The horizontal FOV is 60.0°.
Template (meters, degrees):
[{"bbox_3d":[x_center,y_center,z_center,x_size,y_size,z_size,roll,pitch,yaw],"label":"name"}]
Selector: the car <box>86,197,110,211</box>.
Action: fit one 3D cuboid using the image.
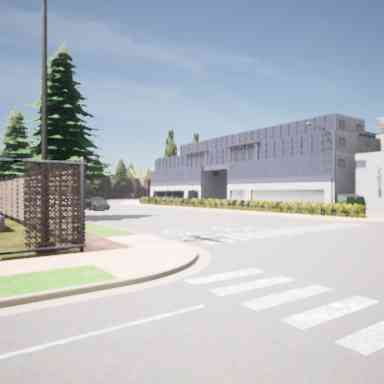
[{"bbox_3d":[-11.652,1.367,40.609,2.097,1.767,4.553,0,0,-35],"label":"car"}]
